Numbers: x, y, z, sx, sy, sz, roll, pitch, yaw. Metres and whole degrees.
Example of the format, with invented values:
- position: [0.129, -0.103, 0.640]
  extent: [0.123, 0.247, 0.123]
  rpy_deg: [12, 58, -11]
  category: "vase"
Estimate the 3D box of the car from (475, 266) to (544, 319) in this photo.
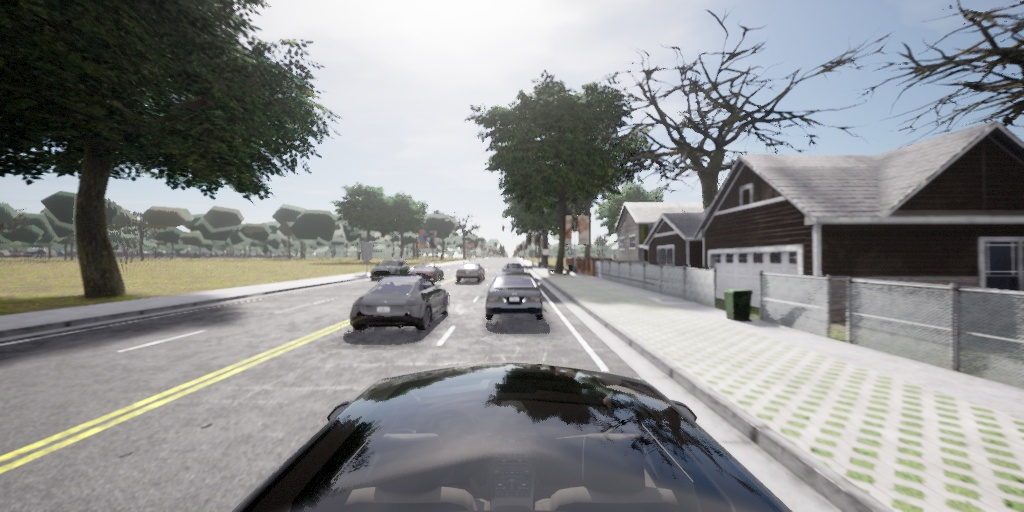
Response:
- position: [0.078, 1.266, 12.661]
  extent: [2.033, 1.411, 5.357]
  rpy_deg: [0, 0, 0]
  category: "car"

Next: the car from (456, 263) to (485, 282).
- position: [-3.174, 1.223, 28.118]
  extent: [2.033, 1.411, 5.357]
  rpy_deg: [0, 0, 0]
  category: "car"

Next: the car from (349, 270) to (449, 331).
- position: [-3.180, 1.288, 10.900]
  extent: [1.994, 1.385, 4.181]
  rpy_deg: [0, 0, 0]
  category: "car"

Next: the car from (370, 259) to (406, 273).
- position: [-9.850, 1.023, 29.315]
  extent: [2.097, 1.767, 4.553]
  rpy_deg: [0, 0, 0]
  category: "car"

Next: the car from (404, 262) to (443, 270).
- position: [-6.601, 1.240, 27.933]
  extent: [1.994, 1.385, 4.181]
  rpy_deg: [0, 0, 0]
  category: "car"

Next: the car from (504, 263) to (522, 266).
- position: [0.076, 1.223, 28.117]
  extent: [2.033, 1.411, 5.357]
  rpy_deg: [0, 0, 0]
  category: "car"
